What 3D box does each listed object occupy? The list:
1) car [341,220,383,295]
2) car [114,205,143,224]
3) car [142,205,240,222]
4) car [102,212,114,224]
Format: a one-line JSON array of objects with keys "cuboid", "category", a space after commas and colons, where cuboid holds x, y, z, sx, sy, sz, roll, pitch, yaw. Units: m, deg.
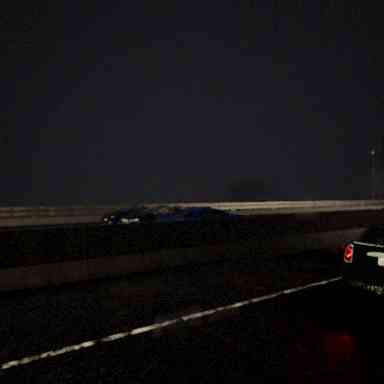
[{"cuboid": [5.474, 1.382, 7.621, 4.553, 1.767, 2.097, 0, 0, -35], "category": "car"}, {"cuboid": [-1.780, 1.524, 19.881, 4.902, 1.511, 2.128, 0, 0, -35], "category": "car"}, {"cuboid": [0.266, 1.510, 17.041, 5.008, 1.535, 1.882, 0, 0, -35], "category": "car"}, {"cuboid": [-3.936, 1.595, 22.641, 4.181, 1.385, 1.994, 0, 0, -35], "category": "car"}]
